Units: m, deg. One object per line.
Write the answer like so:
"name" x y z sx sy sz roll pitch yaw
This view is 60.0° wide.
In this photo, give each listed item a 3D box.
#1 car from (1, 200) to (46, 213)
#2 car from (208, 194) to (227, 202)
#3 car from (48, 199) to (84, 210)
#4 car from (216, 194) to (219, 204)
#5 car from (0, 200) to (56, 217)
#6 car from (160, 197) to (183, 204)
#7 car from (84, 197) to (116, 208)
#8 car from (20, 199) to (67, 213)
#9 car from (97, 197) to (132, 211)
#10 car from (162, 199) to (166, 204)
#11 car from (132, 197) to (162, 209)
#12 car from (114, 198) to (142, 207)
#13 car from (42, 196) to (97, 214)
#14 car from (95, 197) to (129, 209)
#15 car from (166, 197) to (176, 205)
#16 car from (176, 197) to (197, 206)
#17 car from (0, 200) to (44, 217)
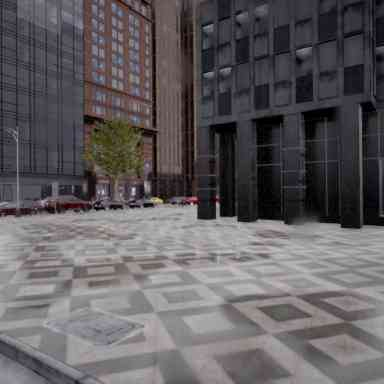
"car" -19.819 1.641 39.321 1.947 1.339 4.313 -1 0 35
"car" 5.833 1.295 76.433 2.192 1.841 5.009 -1 0 35
"car" -16.612 1.641 43.960 1.802 1.307 4.206 -1 0 35
"car" 3.221 1.221 57.664 2.192 1.841 5.009 -1 0 35
"car" -16.666 1.563 33.413 2.033 1.411 5.357 -1 0 35
"car" -3.785 1.573 62.516 1.947 1.339 4.313 -1 0 35
"car" -13.407 1.483 48.598 1.967 1.590 4.097 -1 0 35
"car" -17.050 1.566 38.482 1.812 1.442 4.674 -1 0 34
"car" -9.602 1.524 39.109 1.947 1.339 4.313 -1 0 35
"car" -7.089 1.543 57.736 1.752 1.417 4.829 -1 0 35
"car" -6.396 1.508 43.747 1.947 1.339 4.313 -1 0 35
"car" -10.199 1.611 53.237 1.802 1.307 4.206 -1 0 35
"car" -12.811 1.289 34.472 2.192 1.841 5.009 -1 0 35
"car" -11.191 1.536 46.947 1.812 1.442 4.674 -1 0 35
"car" -1.422 1.493 55.529 2.033 1.411 5.357 -1 0 35
"car" 0.016 1.461 53.024 1.887 1.381 4.507 -1 0 35
"car" -16.015 1.575 29.832 1.802 1.307 4.206 -1 0 35
